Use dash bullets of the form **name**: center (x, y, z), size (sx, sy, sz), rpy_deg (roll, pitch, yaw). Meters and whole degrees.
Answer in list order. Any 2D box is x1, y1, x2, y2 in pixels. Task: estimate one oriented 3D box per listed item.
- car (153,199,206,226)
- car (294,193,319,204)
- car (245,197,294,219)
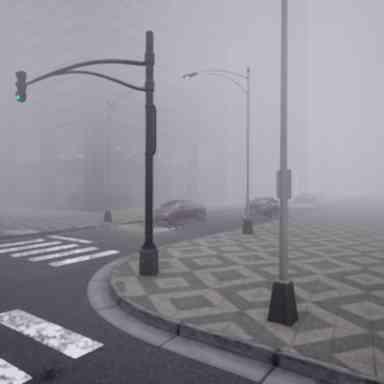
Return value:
- **car**: center (-0.864, 1.191, 20.685), size (1.812, 1.442, 4.674), rpy_deg (0, 1, 35)
- **car**: center (14.572, 0.785, 42.107), size (2.033, 1.411, 5.357), rpy_deg (0, 1, 36)
- **car**: center (5.465, 1.099, 24.028), size (1.812, 1.442, 4.674), rpy_deg (0, 1, 36)
